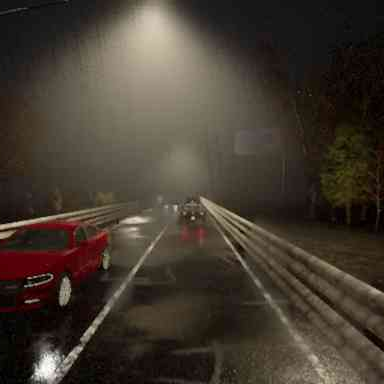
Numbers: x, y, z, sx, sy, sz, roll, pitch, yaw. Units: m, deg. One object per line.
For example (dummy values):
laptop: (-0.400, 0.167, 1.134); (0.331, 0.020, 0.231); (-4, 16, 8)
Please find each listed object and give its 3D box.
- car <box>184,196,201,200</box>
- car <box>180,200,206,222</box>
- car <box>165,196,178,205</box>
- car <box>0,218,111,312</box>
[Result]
car: (0.043, 1.288, 42.267); (2.097, 1.767, 4.553); (0, 0, 0)
car: (0.071, 1.561, 25.749); (1.895, 1.301, 4.718); (0, 0, 0)
car: (-3.335, 1.429, 55.667); (1.837, 1.490, 4.892); (0, 0, 0)
car: (-3.357, 1.465, 7.988); (1.882, 1.535, 5.008); (0, 0, 0)
